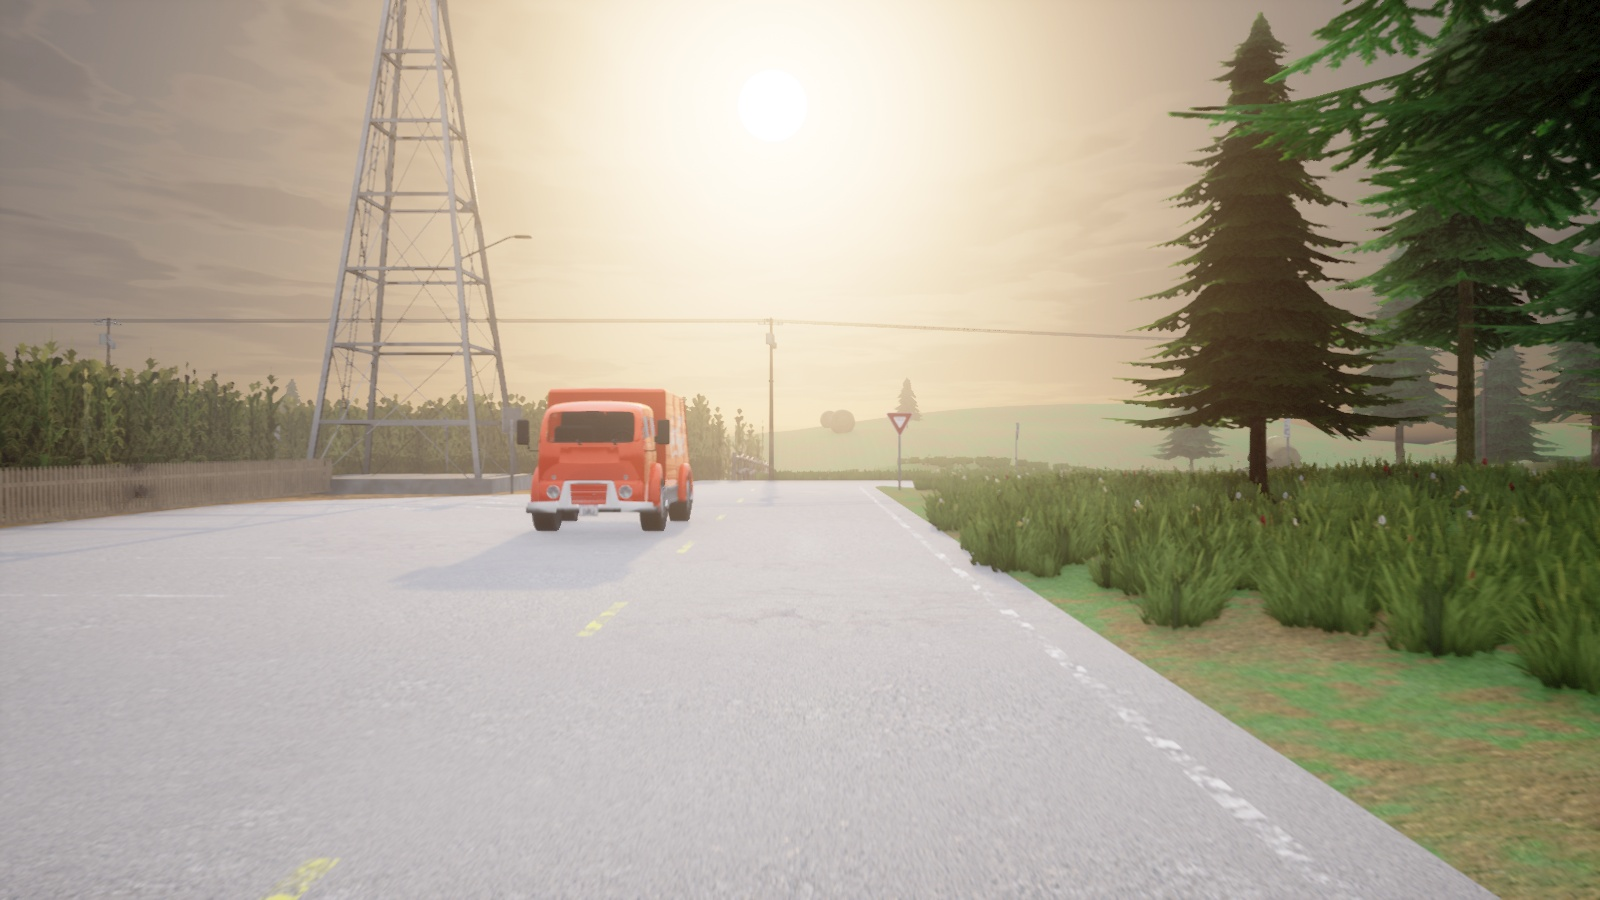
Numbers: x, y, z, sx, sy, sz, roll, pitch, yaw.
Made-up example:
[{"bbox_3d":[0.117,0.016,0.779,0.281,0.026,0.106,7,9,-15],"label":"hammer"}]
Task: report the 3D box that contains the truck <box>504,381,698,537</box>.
[{"bbox_3d":[-3.356,0.131,22.455,2.627,2.467,5.204,0,0,0],"label":"truck"}]
